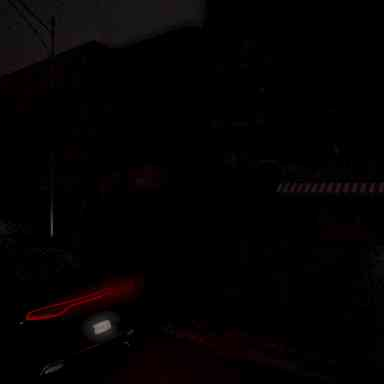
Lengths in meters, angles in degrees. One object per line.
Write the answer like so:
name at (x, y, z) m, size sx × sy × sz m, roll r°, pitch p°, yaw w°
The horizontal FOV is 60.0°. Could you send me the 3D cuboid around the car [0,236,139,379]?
car at (-3.102, 1.477, 5.494) m, size 5.008 × 1.535 × 1.882 m, roll 0°, pitch 0°, yaw 36°
